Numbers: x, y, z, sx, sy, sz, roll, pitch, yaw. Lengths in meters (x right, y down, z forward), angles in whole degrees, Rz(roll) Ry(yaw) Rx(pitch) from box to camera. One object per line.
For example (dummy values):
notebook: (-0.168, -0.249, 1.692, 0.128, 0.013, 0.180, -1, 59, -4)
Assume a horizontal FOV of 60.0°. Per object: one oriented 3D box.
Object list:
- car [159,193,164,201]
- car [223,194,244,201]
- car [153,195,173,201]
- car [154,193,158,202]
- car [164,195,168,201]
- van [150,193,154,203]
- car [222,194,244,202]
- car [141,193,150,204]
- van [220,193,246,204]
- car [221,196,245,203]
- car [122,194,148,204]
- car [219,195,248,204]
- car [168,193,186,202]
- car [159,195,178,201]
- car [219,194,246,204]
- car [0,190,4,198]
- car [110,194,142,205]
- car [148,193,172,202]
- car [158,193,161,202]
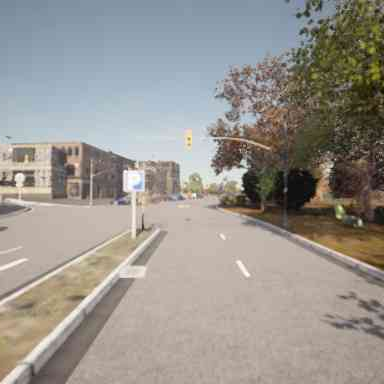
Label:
car: (-9.296, 1.574, 74.656, 4.674, 1.452, 2.002, -1, -1, -13)
car: (10.327, 1.365, 82.845, 4.553, 1.767, 2.185, 1, 0, -11)
car: (-7.613, 1.566, 86.624, 5.008, 1.535, 2.097, -1, -1, -12)
car: (-10.039, 1.519, 68.659, 4.892, 1.521, 2.231, -1, -1, -14)
car: (-8.483, 1.590, 80.639, 4.674, 1.452, 2.002, -1, 0, -12)
van: (-10.265, 1.282, 65.689, 4.442, 1.987, 1.878, -1, -1, -14)
car: (9.429, 1.352, 76.975, 4.553, 1.767, 2.185, 1, 0, -12)
car: (-10.822, 1.486, 59.696, 5.366, 1.575, 1.946, -1, -1, -15)
van: (7.261, 1.213, 59.305, 4.442, 1.987, 1.878, 1, 0, -14)
car: (8.691, 1.506, 71.107, 4.674, 1.452, 2.002, 1, 0, -13)
car: (-10.730, 1.375, 62.648, 4.553, 1.767, 2.185, -1, -1, -14)
car: (8.178, 1.452, 65.268, 5.366, 1.575, 1.946, 1, 0, -13)
car: (-3.668, 1.272, 80.661, 2.150, 2.045, 5.566, 0, 0, 8)
car: (-6.651, 1.582, 92.584, 5.008, 1.535, 2.097, -1, 0, -11)
car: (7.643, 1.321, 62.275, 4.553, 1.767, 2.185, 1, 0, -14)
car: (-28.183, 0.271, 47.569, 2.002, 1.452, 4.674, 6, -3, -19)
car: (-11.466, 1.520, 56.703, 4.792, 1.488, 2.163, -1, 0, -15)
car: (-8.034, 1.307, 83.646, 5.566, 2.045, 2.435, -1, -1, -12)
car: (-9.667, 1.565, 71.654, 4.674, 1.452, 2.002, -1, 0, -13)
